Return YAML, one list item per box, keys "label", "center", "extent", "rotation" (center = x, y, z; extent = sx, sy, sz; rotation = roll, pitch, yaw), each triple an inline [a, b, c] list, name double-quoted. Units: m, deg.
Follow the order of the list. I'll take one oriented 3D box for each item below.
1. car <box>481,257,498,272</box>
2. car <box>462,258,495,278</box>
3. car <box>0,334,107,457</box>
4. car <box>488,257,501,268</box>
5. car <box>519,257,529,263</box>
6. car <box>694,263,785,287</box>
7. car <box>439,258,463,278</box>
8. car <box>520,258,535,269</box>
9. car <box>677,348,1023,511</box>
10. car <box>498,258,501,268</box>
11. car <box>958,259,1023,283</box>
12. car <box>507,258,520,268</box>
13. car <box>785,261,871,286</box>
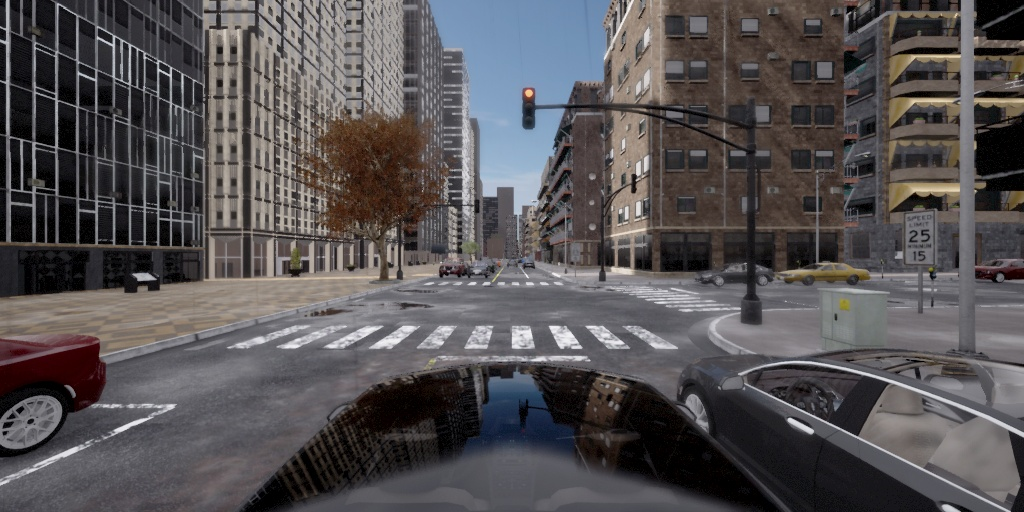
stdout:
- label: "car"
  center: [-3.101, 1.123, 43.381]
  extent: [2.097, 1.767, 4.553]
  rotation: [0, 0, 0]
- label: "car"
  center: [-3.103, 1.255, 34.209]
  extent: [2.128, 1.511, 4.902]
  rotation: [0, 0, 0]
- label: "car"
  center: [-5.691, 1.295, 2.331]
  extent: [1.888, 1.381, 4.507]
  rotation: [0, 0, 0]
- label: "car"
  center: [-3.048, 1.143, 63.512]
  extent: [2.097, 1.767, 4.553]
  rotation: [0, 0, 1]
- label: "car"
  center: [2.685, 1.315, 62.503]
  extent: [1.751, 1.417, 4.829]
  rotation: [0, 0, 0]
- label: "car"
  center: [13.434, 1.095, 21.749]
  extent: [4.403, 1.370, 2.007]
  rotation: [0, 0, -1]
- label: "car"
  center: [-5.694, 1.079, 34.719]
  extent: [2.192, 1.841, 5.009]
  rotation: [0, 0, 0]
- label: "car"
  center: [2.686, 1.349, 56.810]
  extent: [1.948, 1.339, 4.313]
  rotation: [0, 0, 0]
- label: "car"
  center: [2.689, 1.300, 2.332]
  extent: [2.007, 1.370, 4.403]
  rotation: [0, 0, 0]
- label: "car"
  center: [-3.097, 1.380, 53.099]
  extent: [1.895, 1.301, 4.718]
  rotation: [0, 0, 0]
- label: "car"
  center: [30.135, 0.859, 21.919]
  extent: [4.507, 1.381, 1.888]
  rotation: [0, 0, -1]
- label: "car"
  center: [0.098, 1.284, 64.100]
  extent: [2.128, 1.511, 4.902]
  rotation: [0, 0, 0]
- label: "car"
  center: [18.831, 0.993, 21.804]
  extent: [4.829, 1.417, 1.751]
  rotation: [0, 0, -1]
